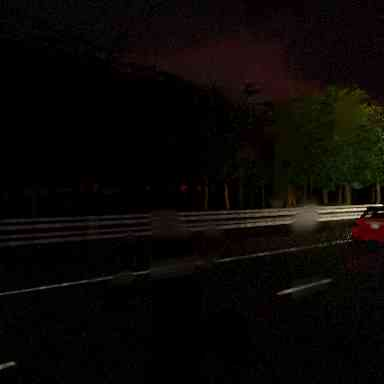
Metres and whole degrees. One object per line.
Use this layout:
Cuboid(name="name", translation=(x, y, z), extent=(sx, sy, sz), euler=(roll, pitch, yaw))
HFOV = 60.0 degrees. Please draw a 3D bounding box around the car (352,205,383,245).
Cuboid(name="car", translation=(9.071, 1.398, 14.592), extent=(4.553, 1.767, 2.097), euler=(0, 0, -36))
